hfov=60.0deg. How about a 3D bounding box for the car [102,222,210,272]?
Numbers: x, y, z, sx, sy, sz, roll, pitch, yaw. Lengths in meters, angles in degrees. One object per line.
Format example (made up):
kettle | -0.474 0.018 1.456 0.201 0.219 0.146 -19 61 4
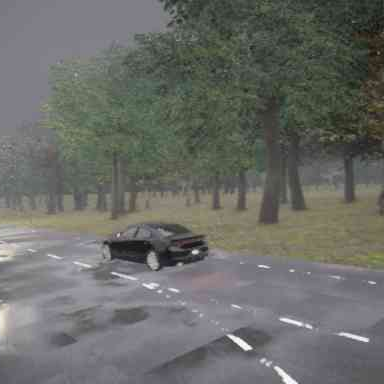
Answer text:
car | -1.548 1.853 12.347 1.882 1.535 5.008 -3 -1 -42
